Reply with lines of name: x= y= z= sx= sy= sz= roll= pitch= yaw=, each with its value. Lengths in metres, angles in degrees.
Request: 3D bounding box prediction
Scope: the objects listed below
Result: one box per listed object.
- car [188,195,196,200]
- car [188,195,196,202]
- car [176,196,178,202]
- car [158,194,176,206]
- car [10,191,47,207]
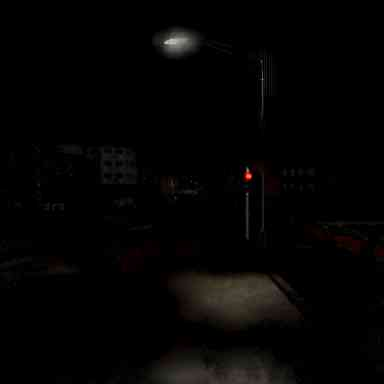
car: x=0.004 y=1.353 z=82.362 sx=1.895 sy=1.301 sz=4.718 roll=0 pitch=0 yaw=0
car: x=0.003 y=1.327 z=71.766 sx=2.033 sy=1.411 sz=5.357 roll=0 pitch=0 yaw=0
car: x=-4.004 y=1.164 z=67.908 sx=2.097 sy=1.767 sz=4.553 roll=0 pitch=0 yaw=0
car: x=-4.068 y=1.205 z=52.364 sx=2.097 sy=1.767 sz=4.553 roll=0 pitch=0 yaw=0
car: x=-19.756 y=0.872 z=40.540 sx=1.905 sy=1.878 sz=3.866 roll=0 pitch=0 yaw=35
